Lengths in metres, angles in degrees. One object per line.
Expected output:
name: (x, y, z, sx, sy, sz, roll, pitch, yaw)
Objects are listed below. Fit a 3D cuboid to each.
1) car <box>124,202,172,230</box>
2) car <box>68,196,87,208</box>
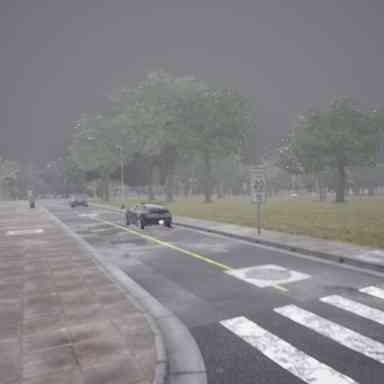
car: (-2.791, 1.388, 20.465, 1.837, 1.490, 4.892, -2, 1, -27)
car: (-16.494, 1.313, 47.902, 2.097, 1.767, 4.553, -2, 0, -27)
